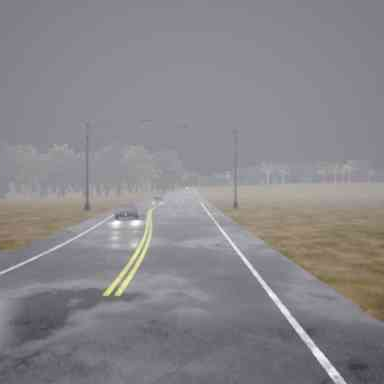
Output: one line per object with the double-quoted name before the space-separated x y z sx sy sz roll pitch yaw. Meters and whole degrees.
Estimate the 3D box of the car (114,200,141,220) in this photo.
"car" -5.398 1.497 28.022 1.837 1.490 4.892 0 0 -7

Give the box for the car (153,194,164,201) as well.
"car" -6.998 1.142 69.303 1.882 1.535 5.008 0 1 0
